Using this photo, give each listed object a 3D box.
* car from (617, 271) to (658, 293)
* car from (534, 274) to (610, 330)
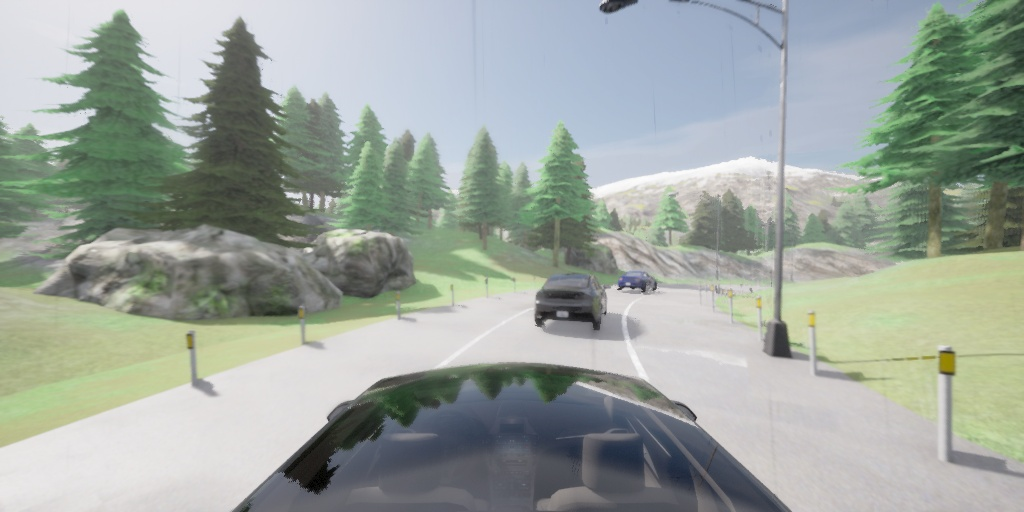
[{"bbox_3d":[8.954,1.774,25.500,1.812,1.442,4.674,1,-2,35],"label":"car"},{"bbox_3d":[2.005,1.300,11.482,1.837,1.490,4.892,0,-1,17],"label":"car"}]
